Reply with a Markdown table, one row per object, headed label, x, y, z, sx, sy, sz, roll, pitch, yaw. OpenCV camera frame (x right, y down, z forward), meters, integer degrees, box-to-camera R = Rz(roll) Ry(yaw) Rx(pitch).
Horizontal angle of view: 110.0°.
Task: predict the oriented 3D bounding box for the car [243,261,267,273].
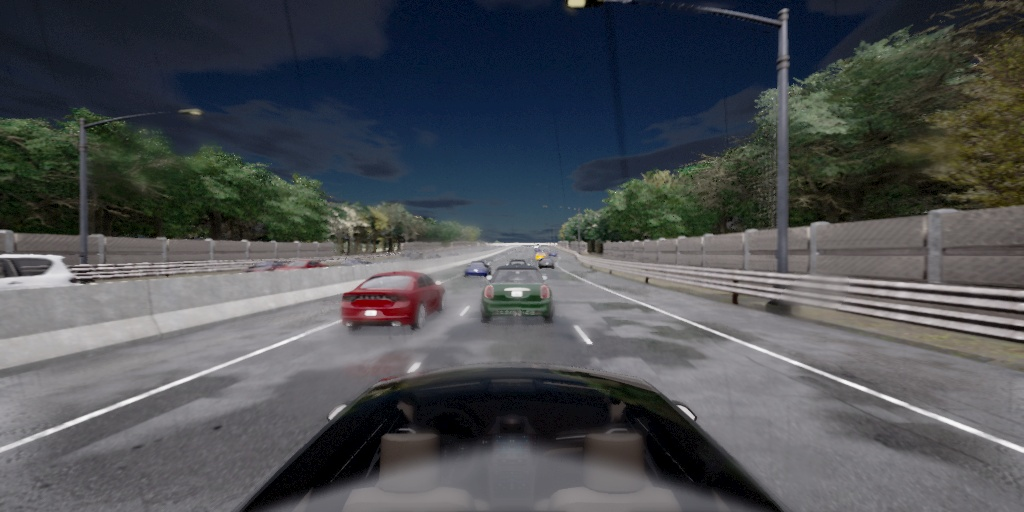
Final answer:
| label | x | y | z | sx | sy | sz | roll | pitch | yaw |
| --- | --- | --- | --- | --- | --- | --- | --- | --- | --- |
| car | -20.692 | 1.152 | 30.557 | 1.994 | 1.385 | 4.181 | 0 | 1 | 2 |

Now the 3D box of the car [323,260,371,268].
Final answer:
| label | x | y | z | sx | sy | sz | roll | pitch | yaw |
| --- | --- | --- | --- | --- | --- | --- | --- | --- | --- |
| car | -13.683 | 1.074 | 30.948 | 2.128 | 1.511 | 4.902 | 0 | 1 | 2 |

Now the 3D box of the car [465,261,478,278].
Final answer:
| label | x | y | z | sx | sy | sz | roll | pitch | yaw |
| --- | --- | --- | --- | --- | --- | --- | --- | --- | --- |
| car | -2.964 | 1.133 | 31.872 | 1.994 | 1.385 | 4.181 | 0 | 1 | 1 |

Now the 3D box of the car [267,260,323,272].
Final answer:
| label | x | y | z | sx | sy | sz | roll | pitch | yaw |
| --- | --- | --- | --- | --- | --- | --- | --- | --- | --- |
| car | -17.223 | 1.079 | 29.464 | 1.882 | 1.535 | 5.008 | 0 | 1 | 2 |

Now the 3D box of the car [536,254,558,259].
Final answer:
| label | x | y | z | sx | sy | sz | roll | pitch | yaw |
| --- | --- | --- | --- | --- | --- | --- | --- | --- | --- |
| car | 4.395 | 0.846 | 45.967 | 1.994 | 1.385 | 4.181 | 0 | 1 | 2 |

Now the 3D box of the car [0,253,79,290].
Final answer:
| label | x | y | z | sx | sy | sz | roll | pitch | yaw |
| --- | --- | --- | --- | --- | --- | --- | --- | --- | --- |
| car | -14.064 | 0.951 | 8.389 | 2.150 | 2.045 | 5.566 | 0 | 0 | 0 |

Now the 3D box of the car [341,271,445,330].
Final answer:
| label | x | y | z | sx | sy | sz | roll | pitch | yaw |
| --- | --- | --- | --- | --- | --- | --- | --- | --- | --- |
| car | -3.340 | 1.201 | 11.029 | 1.882 | 1.535 | 5.008 | 0 | 0 | 0 |

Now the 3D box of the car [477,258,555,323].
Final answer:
| label | x | y | z | sx | sy | sz | roll | pitch | yaw |
| --- | --- | --- | --- | --- | --- | --- | --- | --- | --- |
| car | 0.173 | 1.071 | 12.183 | 2.097 | 1.767 | 4.553 | 0 | 0 | 1 |
